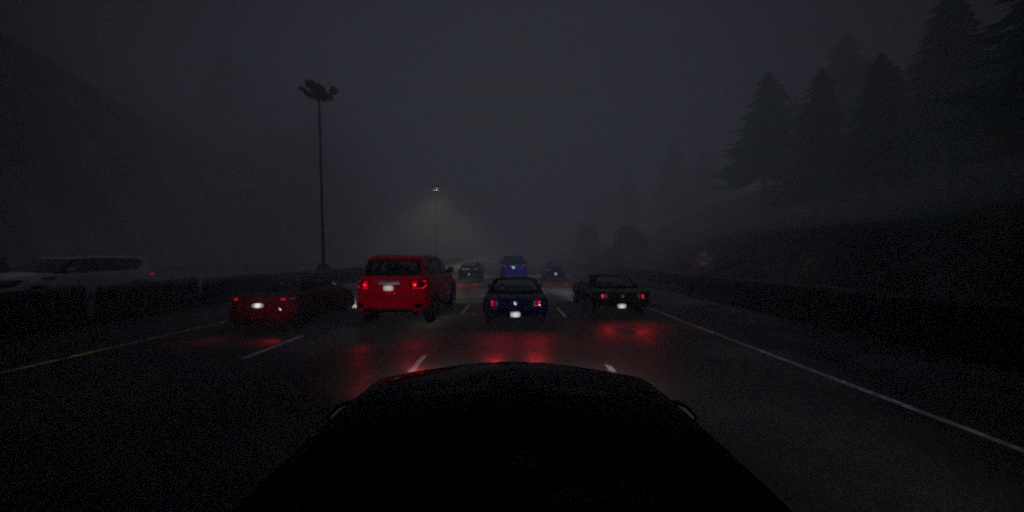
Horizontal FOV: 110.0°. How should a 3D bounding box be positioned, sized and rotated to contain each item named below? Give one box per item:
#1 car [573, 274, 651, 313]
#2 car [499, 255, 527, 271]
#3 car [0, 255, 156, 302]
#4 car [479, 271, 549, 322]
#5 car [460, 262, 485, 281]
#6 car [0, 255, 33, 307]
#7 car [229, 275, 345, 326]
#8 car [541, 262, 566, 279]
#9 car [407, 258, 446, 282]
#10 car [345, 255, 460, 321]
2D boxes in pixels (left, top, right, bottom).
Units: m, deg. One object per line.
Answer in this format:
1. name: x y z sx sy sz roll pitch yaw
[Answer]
1. car: 3.604 1.355 13.949 1.895 1.301 4.718 0 0 0
2. car: 0.108 0.971 30.156 2.150 2.045 5.566 0 0 0
3. car: -17.568 0.980 14.252 2.150 2.045 5.566 0 0 0
4. car: 0.103 1.355 12.272 1.895 1.301 4.718 0 0 0
5. car: -3.392 1.241 30.570 2.128 1.511 4.902 0 0 0
6. car: -21.079 0.976 12.184 2.150 2.045 5.566 0 0 0
7. car: -6.897 1.318 11.729 1.994 1.385 4.181 0 0 0
8. car: 3.609 1.271 31.744 1.812 1.442 4.674 0 0 0
9. car: -6.892 1.104 29.478 2.097 1.767 4.553 0 0 0
10. car: -3.397 0.976 12.532 2.150 2.045 5.566 0 0 0
